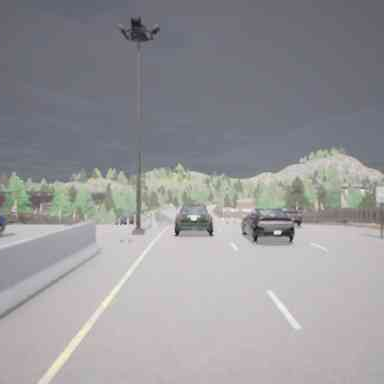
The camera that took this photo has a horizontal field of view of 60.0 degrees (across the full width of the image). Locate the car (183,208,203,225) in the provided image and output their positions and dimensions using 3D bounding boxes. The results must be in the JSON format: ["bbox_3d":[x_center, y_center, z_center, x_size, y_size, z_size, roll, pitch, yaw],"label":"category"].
[{"bbox_3d":[0.104,2.893,38.599,2.097,1.767,4.553,0,-6,0],"label":"car"}]

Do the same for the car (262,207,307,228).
[{"bbox_3d":[7.103,1.941,26.088,2.128,1.511,4.902,0,-4,0],"label":"car"}]

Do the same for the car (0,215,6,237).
[{"bbox_3d":[-10.593,1.512,15.214,1.882,1.535,5.008,0,-1,0],"label":"car"}]

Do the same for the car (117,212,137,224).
[{"bbox_3d":[-7.022,2.993,37.706,2.033,1.411,5.357,0,-6,1],"label":"car"}]

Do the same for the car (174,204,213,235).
[{"bbox_3d":[0.102,1.495,19.621,2.097,1.767,4.553,0,-2,0],"label":"car"}]

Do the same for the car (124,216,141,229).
[{"bbox_3d":[-10.494,5.446,59.091,2.150,2.045,5.566,0,-7,0],"label":"car"}]

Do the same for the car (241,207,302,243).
[{"bbox_3d":[3.601,1.548,16.399,2.128,1.511,4.902,0,-1,0],"label":"car"}]
